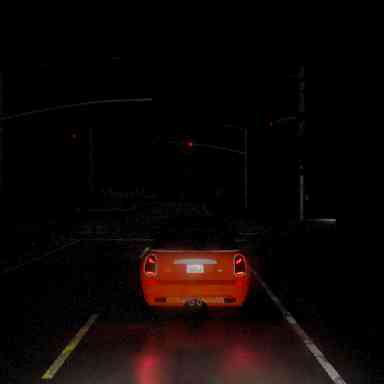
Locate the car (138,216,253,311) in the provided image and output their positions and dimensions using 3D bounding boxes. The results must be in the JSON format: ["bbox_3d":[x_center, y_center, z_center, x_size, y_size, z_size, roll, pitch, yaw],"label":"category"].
[{"bbox_3d":[0.064,1.352,7.908,2.097,1.767,4.553,0,0,0],"label":"car"}]
